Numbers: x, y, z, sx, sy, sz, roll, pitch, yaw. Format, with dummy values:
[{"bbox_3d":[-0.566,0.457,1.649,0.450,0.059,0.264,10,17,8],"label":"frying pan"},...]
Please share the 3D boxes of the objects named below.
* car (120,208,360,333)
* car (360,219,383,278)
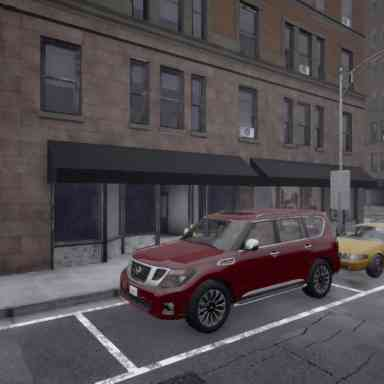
[{"bbox_3d":[1.077,1.315,6.963,5.009,1.841,2.192,0,0,-35],"label":"car"},{"bbox_3d":[5.564,1.525,10.157,4.829,1.417,1.752,0,0,-35],"label":"car"}]
